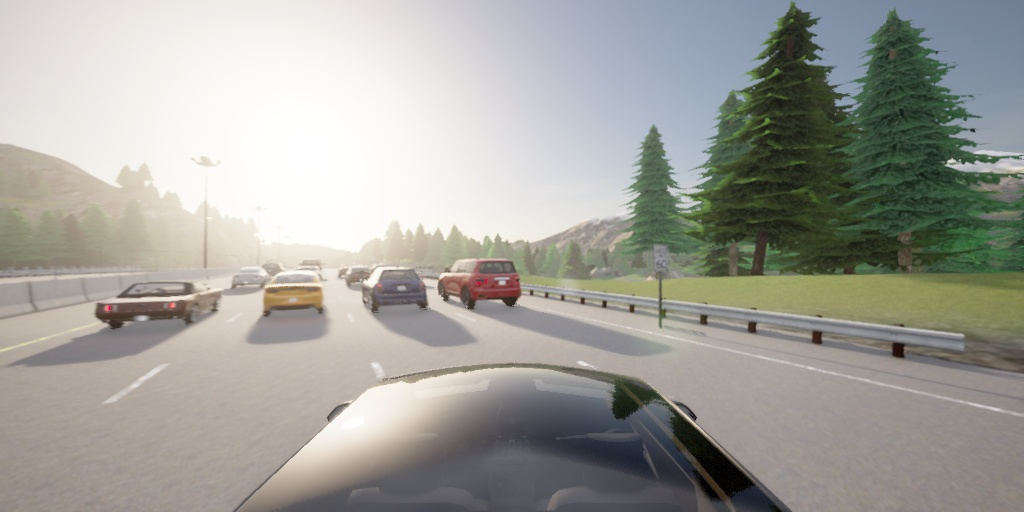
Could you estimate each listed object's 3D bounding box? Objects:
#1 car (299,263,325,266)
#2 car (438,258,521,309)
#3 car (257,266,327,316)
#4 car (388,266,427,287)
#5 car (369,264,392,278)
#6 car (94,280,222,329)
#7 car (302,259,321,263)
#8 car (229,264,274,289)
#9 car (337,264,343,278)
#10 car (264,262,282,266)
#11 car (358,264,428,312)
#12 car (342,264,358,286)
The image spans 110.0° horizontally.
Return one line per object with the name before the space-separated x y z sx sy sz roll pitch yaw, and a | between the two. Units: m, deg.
car | -15.300 1.496 26.939 2.128 1.511 4.902 0 -1 -28
car | -1.628 1.130 16.175 2.150 2.045 5.566 0 0 -28
car | -8.574 1.355 14.357 1.882 1.535 5.008 0 0 -28
car | -8.670 1.589 29.363 2.033 1.411 5.357 0 -1 -28
car | -15.476 1.675 42.100 1.837 1.490 4.892 0 0 -28
car | -11.208 1.447 11.836 1.895 1.301 4.718 0 -1 -28
car | -21.578 1.344 38.667 2.150 2.045 5.566 0 -1 -28
car | -18.571 1.509 25.643 1.812 1.442 4.674 0 0 -28
car | -18.603 1.639 40.528 2.128 1.511 4.902 0 -1 -28
car | -24.755 1.451 37.191 2.097 1.767 4.553 0 -1 -28
car | -5.111 1.244 15.287 2.097 1.767 4.553 0 -1 -28
car | -12.210 1.534 28.582 1.837 1.490 4.892 0 0 -28
